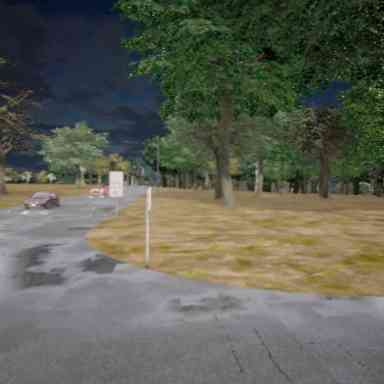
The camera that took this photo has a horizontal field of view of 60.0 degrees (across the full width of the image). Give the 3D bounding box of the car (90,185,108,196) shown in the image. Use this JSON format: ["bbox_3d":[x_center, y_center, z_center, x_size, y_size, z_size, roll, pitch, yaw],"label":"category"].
[{"bbox_3d":[-15.090,-0.306,54.056,2.097,1.767,4.553,0,2,-5],"label":"car"}]

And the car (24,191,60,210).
[{"bbox_3d":[-12.941,0.697,29.021,1.812,1.442,4.674,0,2,-5],"label":"car"}]
